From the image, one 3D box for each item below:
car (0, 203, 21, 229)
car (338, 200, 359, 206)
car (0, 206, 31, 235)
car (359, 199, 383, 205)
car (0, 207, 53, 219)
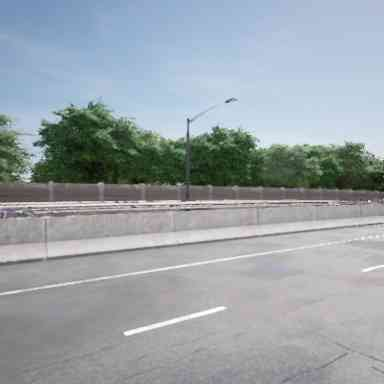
[{"bbox_3d":[-13.344,1.479,20.270,5.008,1.535,1.882,0,0,-35],"label":"car"},{"bbox_3d":[21.727,1.850,45.154,4.674,1.442,1.812,1,-1,-35],"label":"car"},{"bbox_3d":[-11.211,1.527,17.492,4.674,1.442,1.812,0,0,-35],"label":"car"},{"bbox_3d":[23.785,1.691,42.323,4.553,1.767,2.097,1,-1,-35],"label":"car"},{"bbox_3d":[-8.771,1.493,14.932,4.902,1.511,2.128,0,0,-35],"label":"car"}]
